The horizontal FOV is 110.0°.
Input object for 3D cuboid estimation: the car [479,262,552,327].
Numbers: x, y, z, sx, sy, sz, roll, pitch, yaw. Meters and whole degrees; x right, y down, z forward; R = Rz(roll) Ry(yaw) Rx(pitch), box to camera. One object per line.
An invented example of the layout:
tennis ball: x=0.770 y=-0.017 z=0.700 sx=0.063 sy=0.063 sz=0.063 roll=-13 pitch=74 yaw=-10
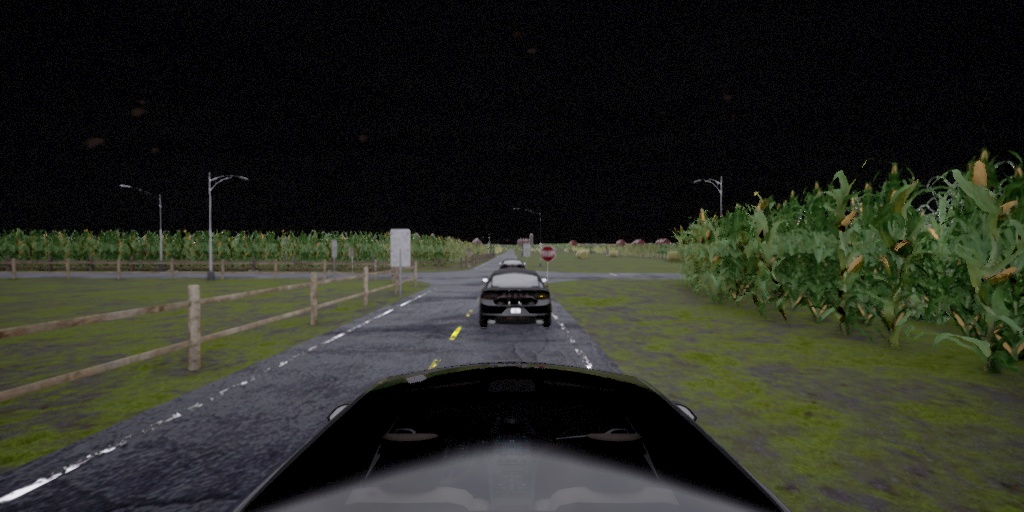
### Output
car: x=0.079 y=1.115 z=11.014 sx=1.882 sy=1.535 sz=5.008 roll=0 pitch=1 yaw=0

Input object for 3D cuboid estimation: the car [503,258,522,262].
car: x=0.037 y=0.927 z=27.404 sx=1.882 sy=1.535 sz=5.008 roll=0 pitch=1 yaw=0
